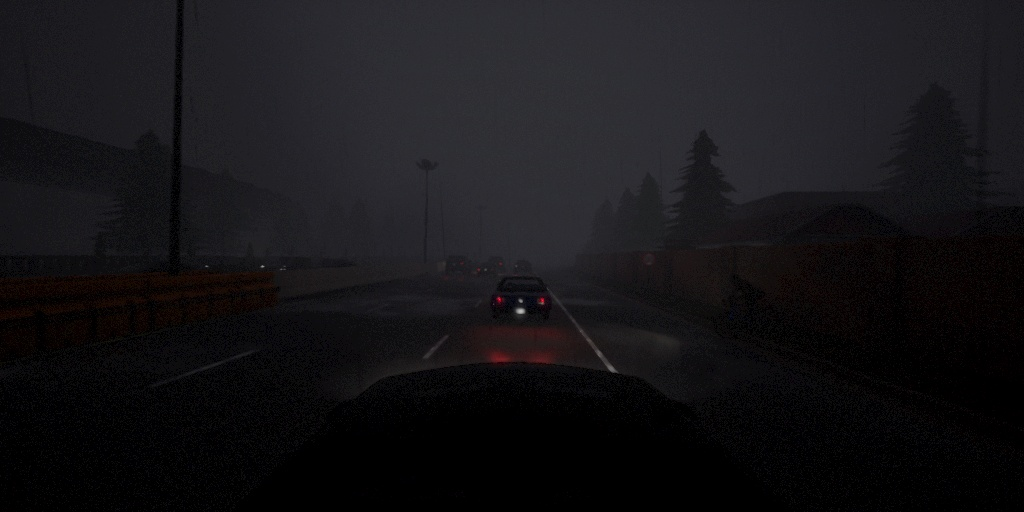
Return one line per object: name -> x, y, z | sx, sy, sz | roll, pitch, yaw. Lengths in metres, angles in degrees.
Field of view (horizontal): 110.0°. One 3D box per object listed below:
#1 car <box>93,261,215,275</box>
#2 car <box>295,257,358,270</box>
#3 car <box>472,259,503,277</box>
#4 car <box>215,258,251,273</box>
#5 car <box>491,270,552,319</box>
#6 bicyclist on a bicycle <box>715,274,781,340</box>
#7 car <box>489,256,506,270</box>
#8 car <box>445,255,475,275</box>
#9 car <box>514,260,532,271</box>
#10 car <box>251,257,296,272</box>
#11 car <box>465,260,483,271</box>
car -> -17.194, 0.965, 17.078 | 1.812, 1.442, 4.674 | 1, 0, 2
car -> -13.304, 0.896, 26.715 | 2.033, 1.411, 5.357 | 1, 0, 2
car -> -2.407, 1.354, 36.302 | 2.033, 1.411, 5.357 | 1, 0, 2
car -> -20.301, 0.806, 26.903 | 1.895, 1.301, 4.718 | 1, 0, 2
car -> 0.355, 1.393, 13.084 | 1.895, 1.301, 4.718 | 1, 0, 2
bicyclist on a bicycle -> 5.870, 1.245, 9.038 | 1.656, 1.620, 0.582 | -8, 0, 2
car -> -2.037, 1.072, 47.360 | 2.150, 2.045, 5.566 | 1, 0, 2
car -> -5.809, 0.966, 39.282 | 2.150, 2.045, 5.566 | 1, 0, 2
car -> 1.337, 1.258, 43.830 | 2.097, 1.767, 4.553 | 1, 0, 2
car -> -16.879, 0.829, 27.192 | 2.097, 1.767, 4.553 | 1, 0, 1
car -> -5.379, 1.315, 50.860 | 1.812, 1.442, 4.674 | 1, 0, 3
